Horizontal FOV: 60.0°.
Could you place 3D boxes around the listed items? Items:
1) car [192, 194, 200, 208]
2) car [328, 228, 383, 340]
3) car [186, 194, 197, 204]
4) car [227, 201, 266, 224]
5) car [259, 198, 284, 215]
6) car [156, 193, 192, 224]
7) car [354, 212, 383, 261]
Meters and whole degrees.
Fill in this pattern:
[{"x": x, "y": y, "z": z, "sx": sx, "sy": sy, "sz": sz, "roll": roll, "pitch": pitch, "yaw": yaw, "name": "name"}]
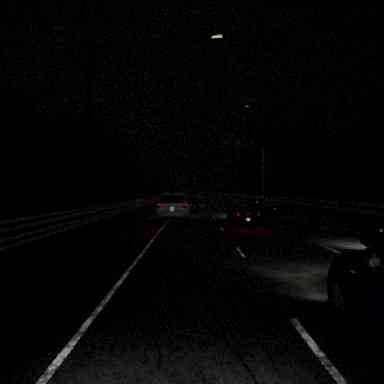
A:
[{"x": -0.020, "y": 1.248, "z": 42.769, "sx": 1.837, "sy": 1.490, "sz": 4.892, "roll": 0, "pitch": 0, "yaw": 0, "name": "car"}, {"x": 3.597, "y": 1.321, "z": 4.419, "sx": 2.097, "sy": 1.767, "sz": 4.553, "roll": 0, "pitch": 0, "yaw": 0, "name": "car"}, {"x": -0.047, "y": 1.180, "z": 56.752, "sx": 1.837, "sy": 1.490, "sz": 4.892, "roll": 0, "pitch": 0, "yaw": 0, "name": "car"}, {"x": 3.582, "y": 1.450, "z": 23.415, "sx": 1.895, "sy": 1.301, "sz": 4.718, "roll": 0, "pitch": 0, "yaw": 0, "name": "car"}, {"x": 7.074, "y": 1.284, "z": 30.891, "sx": 1.882, "sy": 1.535, "sz": 5.008, "roll": 0, "pitch": 0, "yaw": 0, "name": "car"}, {"x": -1.244, "y": 1.075, "z": 23.279, "sx": 2.150, "sy": 2.045, "sz": 5.566, "roll": 0, "pitch": 0, "yaw": 0, "name": "car"}, {"x": 7.092, "y": 1.481, "z": 9.809, "sx": 2.033, "sy": 1.411, "sz": 5.357, "roll": 0, "pitch": 0, "yaw": 0, "name": "car"}]
